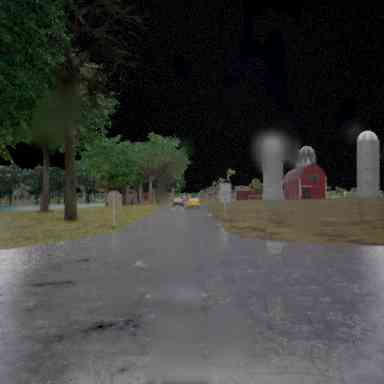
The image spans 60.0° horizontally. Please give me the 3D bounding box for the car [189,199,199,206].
[{"bbox_3d":[0.347,2.066,65.900,1.895,1.301,4.718,0,-1,0],"label":"car"}]

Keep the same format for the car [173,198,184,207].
[{"bbox_3d":[-2.434,1.854,60.053,1.882,1.535,5.008,0,-1,0],"label":"car"}]

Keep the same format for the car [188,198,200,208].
[{"bbox_3d":[0.292,1.791,55.451,1.882,1.535,5.008,0,-1,0],"label":"car"}]
